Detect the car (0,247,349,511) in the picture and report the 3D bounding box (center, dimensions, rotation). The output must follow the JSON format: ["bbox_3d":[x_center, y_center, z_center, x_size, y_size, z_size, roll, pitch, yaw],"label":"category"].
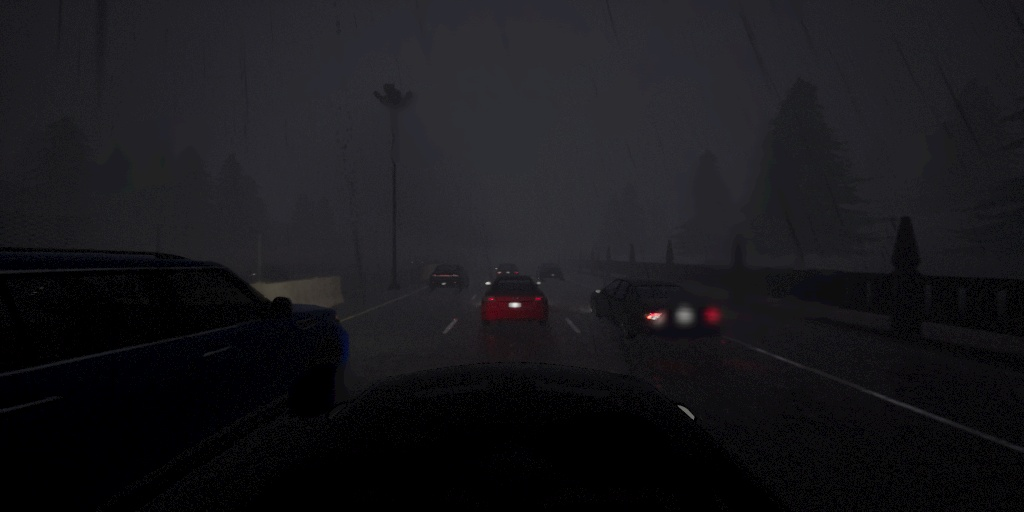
[{"bbox_3d":[-3.400,0.972,2.774,2.150,2.045,5.566,0,0,0],"label":"car"}]

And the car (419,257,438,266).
[{"bbox_3d":[-11.600,1.315,52.690,2.033,1.411,5.357,0,0,-1],"label":"car"}]

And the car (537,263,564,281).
[{"bbox_3d":[3.127,1.285,30.221,1.812,1.442,4.674,0,0,-1],"label":"car"}]

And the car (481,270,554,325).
[{"bbox_3d":[0.058,1.317,11.848,1.994,1.385,4.181,0,0,-1],"label":"car"}]

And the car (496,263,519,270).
[{"bbox_3d":[-0.372,1.307,29.669,2.033,1.411,5.357,0,0,-2],"label":"car"}]

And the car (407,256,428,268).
[{"bbox_3d":[-15.230,0.991,59.940,2.150,2.045,5.566,0,0,-1],"label":"car"}]

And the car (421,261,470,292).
[{"bbox_3d":[-3.635,1.248,21.199,2.128,1.511,4.902,0,0,-2],"label":"car"}]

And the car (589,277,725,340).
[{"bbox_3d":[3.583,1.300,9.968,2.033,1.411,5.357,0,0,0],"label":"car"}]
